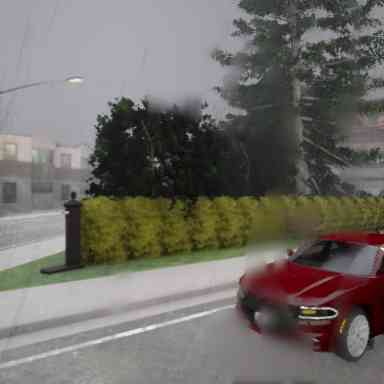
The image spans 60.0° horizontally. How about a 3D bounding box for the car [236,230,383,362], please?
[{"bbox_3d":[3.018,1.521,6.147,5.008,1.535,1.882,1,0,-35],"label":"car"}]
